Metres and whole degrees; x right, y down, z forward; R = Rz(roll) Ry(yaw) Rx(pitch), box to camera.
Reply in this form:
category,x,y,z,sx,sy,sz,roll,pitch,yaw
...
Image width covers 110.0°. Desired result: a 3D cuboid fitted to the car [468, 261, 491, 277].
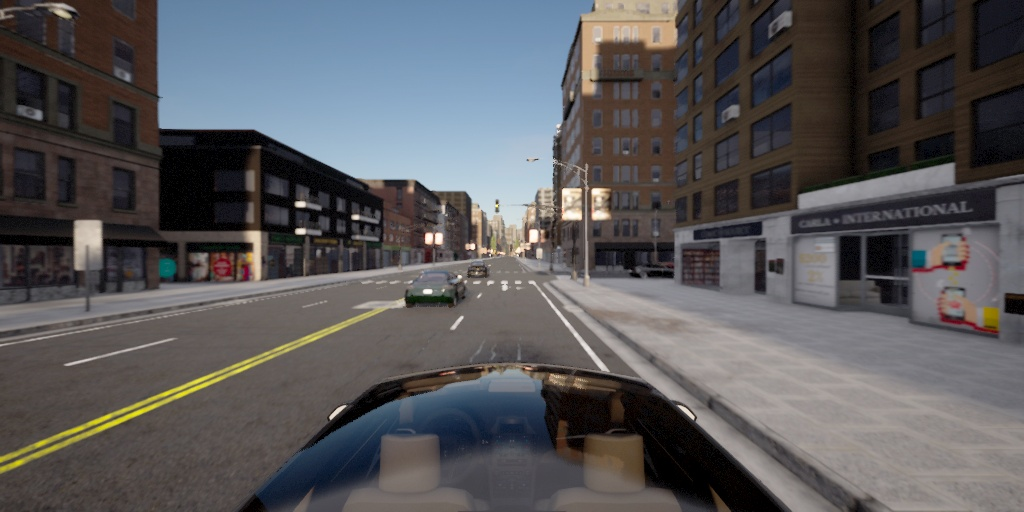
category,x,y,z,sx,sy,sz,roll,pitch,yaw
car,-3.152,1.231,34.394,1.837,1.490,4.892,0,1,0

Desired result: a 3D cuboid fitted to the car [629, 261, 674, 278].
category,x,y,z,sx,sy,sz,roll,pitch,yaw
car,12.395,1.314,31.243,4.313,1.339,1.948,0,0,0

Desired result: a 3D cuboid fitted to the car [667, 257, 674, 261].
category,x,y,z,sx,sy,sz,roll,pitch,yaw
car,18.092,1.021,39.243,5.009,1.841,2.192,0,0,0

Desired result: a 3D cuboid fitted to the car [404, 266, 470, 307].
category,x,y,z,sx,sy,sz,roll,pitch,yaw
car,-3.151,1.302,15.437,1.994,1.385,4.181,0,0,0
